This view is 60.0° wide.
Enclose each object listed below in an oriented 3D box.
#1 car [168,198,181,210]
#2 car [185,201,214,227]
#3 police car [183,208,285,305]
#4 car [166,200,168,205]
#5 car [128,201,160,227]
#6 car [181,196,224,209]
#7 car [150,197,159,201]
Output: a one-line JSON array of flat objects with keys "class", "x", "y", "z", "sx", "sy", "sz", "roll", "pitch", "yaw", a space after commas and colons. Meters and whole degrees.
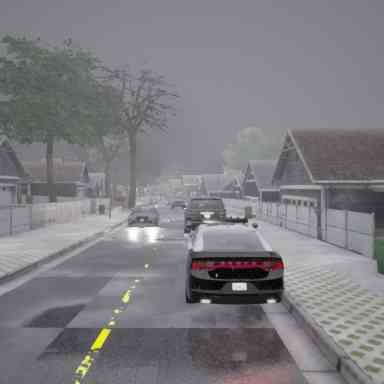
[{"class": "car", "x": -2.003, "y": 1.663, "z": 46.832, "sx": 1.837, "sy": 1.490, "sz": 4.892, "roll": 0, "pitch": 0, "yaw": -5}, {"class": "car", "x": 0.417, "y": 1.494, "z": 24.476, "sx": 1.801, "sy": 1.575, "sz": 5.366, "roll": 0, "pitch": 0, "yaw": -2}, {"class": "police car", "x": 0.807, "y": 1.430, "z": 8.315, "sx": 1.930, "sy": 1.638, "sz": 5.238, "roll": 0, "pitch": 0, "yaw": 0}, {"class": "car", "x": -3.749, "y": 1.853, "z": 61.872, "sx": 2.033, "sy": 1.411, "sz": 5.357, "roll": 0, "pitch": -1, "yaw": -8}, {"class": "car", "x": -3.254, "y": 1.602, "z": 23.218, "sx": 1.994, "sy": 1.385, "sz": 4.181, "roll": 0, "pitch": 0, "yaw": -2}, {"class": "car", "x": 0.641, "y": 1.250, "z": 18.288, "sx": 2.150, "sy": 2.045, "sz": 5.566, "roll": 0, "pitch": 0, "yaw": -2}, {"class": "car", "x": -8.317, "y": 1.940, "z": 73.395, "sx": 2.128, "sy": 1.511, "sz": 4.902, "roll": 0, "pitch": -1, "yaw": -9}]
